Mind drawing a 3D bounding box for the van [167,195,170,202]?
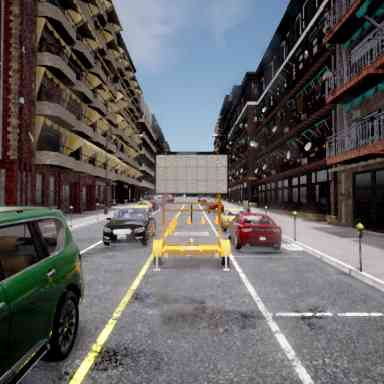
[{"bbox_3d":[-5.362,1.472,58.601,1.690,1.788,3.998,1,0,0],"label":"van"}]

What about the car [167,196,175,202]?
[{"bbox_3d":[-5.403,1.819,86.253,1.947,1.339,4.313,1,0,0],"label":"car"}]

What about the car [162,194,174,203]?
[{"bbox_3d":[-5.383,1.516,75.191,2.192,1.841,5.009,1,0,0],"label":"car"}]

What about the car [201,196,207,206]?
[{"bbox_3d":[2.534,1.628,41.956,2.008,1.369,4.403,1,0,0],"label":"car"}]

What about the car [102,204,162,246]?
[{"bbox_3d":[-2.771,1.509,15.503,2.128,1.511,4.902,0,0,0],"label":"car"}]

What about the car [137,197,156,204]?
[{"bbox_3d":[-5.338,1.588,36.308,1.752,1.417,4.829,2,0,0],"label":"car"}]

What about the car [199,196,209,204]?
[{"bbox_3d":[2.509,1.616,69.610,1.967,1.590,4.097,1,0,0],"label":"car"}]

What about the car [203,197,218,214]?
[{"bbox_3d":[2.541,1.608,36.425,1.887,1.381,4.507,1,0,0],"label":"car"}]

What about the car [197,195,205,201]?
[{"bbox_3d":[2.439,1.723,91.735,1.967,1.590,4.097,1,0,0],"label":"car"}]

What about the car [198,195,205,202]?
[{"bbox_3d":[2.513,1.676,58.548,1.887,1.381,4.507,1,0,0],"label":"car"}]

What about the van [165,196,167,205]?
[{"bbox_3d":[-5.355,1.452,53.069,1.690,1.788,3.998,2,0,0],"label":"van"}]

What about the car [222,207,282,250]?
[{"bbox_3d":[2.569,1.561,14.302,1.887,1.381,4.507,1,0,0],"label":"car"}]

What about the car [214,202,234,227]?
[{"bbox_3d":[2.562,1.551,20.004,1.752,1.417,4.829,1,0,0],"label":"car"}]

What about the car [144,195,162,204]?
[{"bbox_3d":[-5.340,1.392,42.010,2.192,1.841,5.009,2,0,0],"label":"car"}]

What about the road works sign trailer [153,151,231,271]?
[{"bbox_3d":[-0.012,0.475,10.965,2.380,3.560,2.880,0,0,0],"label":"road works sign trailer"}]

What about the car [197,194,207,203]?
[{"bbox_3d":[2.456,1.541,80.673,2.192,1.841,5.009,1,0,0],"label":"car"}]

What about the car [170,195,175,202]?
[{"bbox_3d":[-5.376,1.492,69.661,2.192,1.841,5.009,1,0,0],"label":"car"}]

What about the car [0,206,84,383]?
[{"bbox_3d":[-2.745,1.224,3.004,2.150,2.045,5.566,0,0,0],"label":"car"}]
